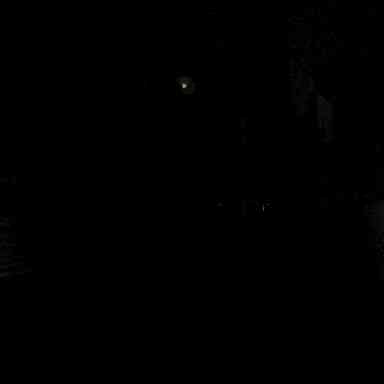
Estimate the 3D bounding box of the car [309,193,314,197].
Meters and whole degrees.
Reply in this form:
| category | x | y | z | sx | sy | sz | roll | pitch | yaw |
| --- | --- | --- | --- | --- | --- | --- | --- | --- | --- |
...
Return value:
| category | x | y | z | sx | sy | sz | roll | pitch | yaw |
| --- | --- | --- | --- | --- | --- | --- | --- | --- | --- |
| car | 22.444 | 1.158 | 64.546 | 2.192 | 1.841 | 5.009 | 0 | 0 | 35 |

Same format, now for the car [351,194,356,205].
| category | x | y | z | sx | sy | sz | roll | pitch | yaw |
| --- | --- | --- | --- | --- | --- | --- | --- | --- | --- |
| car | 23.052 | 1.368 | 50.414 | 1.947 | 1.339 | 4.313 | 0 | 0 | 35 |

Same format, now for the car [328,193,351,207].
| category | x | y | z | sx | sy | sz | roll | pitch | yaw |
| --- | --- | --- | --- | --- | --- | --- | --- | --- | --- |
| car | 19.849 | 1.127 | 45.774 | 2.192 | 1.841 | 5.009 | 0 | 0 | 35 |

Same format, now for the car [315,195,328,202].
| category | x | y | z | sx | sy | sz | roll | pitch | yaw |
| --- | --- | --- | --- | --- | --- | --- | --- | --- | --- |
| car | 28.850 | 1.408 | 73.829 | 1.802 | 1.307 | 4.206 | 0 | 0 | 35 |

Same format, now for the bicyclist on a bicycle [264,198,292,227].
| category | x | y | z | sx | sy | sz | roll | pitch | yaw |
| --- | --- | --- | --- | --- | --- | --- | --- | --- | --- |
| bicyclist on a bicycle | 4.798 | 1.170 | 18.739 | 1.656 | 1.620 | 0.582 | -1 | 0 | 35 |

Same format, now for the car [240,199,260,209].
| category | x | y | z | sx | sy | sz | roll | pitch | yaw |
| --- | --- | --- | --- | --- | --- | --- | --- | --- | --- |
| car | 6.433 | 1.476 | 41.336 | 1.802 | 1.307 | 4.206 | 0 | 0 | 35 |

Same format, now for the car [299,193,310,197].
| category | x | y | z | sx | sy | sz | roll | pitch | yaw |
| --- | --- | --- | --- | --- | --- | --- | --- | --- | --- |
| car | 19.243 | 1.397 | 59.904 | 1.887 | 1.381 | 4.507 | 0 | 0 | 35 |

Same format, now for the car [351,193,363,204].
| category | x | y | z | sx | sy | sz | roll | pitch | yaw |
| --- | --- | --- | --- | --- | --- | --- | --- | --- | --- |
| car | 26.254 | 1.108 | 55.056 | 2.192 | 1.841 | 5.009 | 0 | 0 | 35 |

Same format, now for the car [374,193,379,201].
| category | x | y | z | sx | sy | sz | roll | pitch | yaw |
| --- | --- | --- | --- | --- | --- | --- | --- | --- | --- |
| car | 42.265 | 1.348 | 78.261 | 1.802 | 1.307 | 4.206 | -1 | 0 | 35 |

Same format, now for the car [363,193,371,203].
| category | x | y | z | sx | sy | sz | roll | pitch | yaw |
| --- | --- | --- | --- | --- | --- | --- | --- | --- | --- |
| car | 32.659 | 1.089 | 64.339 | 2.192 | 1.841 | 5.009 | 0 | 0 | 35 |

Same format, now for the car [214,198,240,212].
| category | x | y | z | sx | sy | sz | roll | pitch | yaw |
| --- | --- | --- | --- | --- | --- | --- | --- | --- | --- |
| car | 3.229 | 1.348 | 36.694 | 1.967 | 1.590 | 4.097 | 0 | 0 | 35 |

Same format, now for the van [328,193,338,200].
| category | x | y | z | sx | sy | sz | roll | pitch | yaw |
| --- | --- | --- | --- | --- | --- | --- | --- | --- | --- |
| van | 35.254 | 1.167 | 83.114 | 1.690 | 1.788 | 3.998 | -1 | 0 | 35 |

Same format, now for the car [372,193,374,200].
| category | x | y | z | sx | sy | sz | roll | pitch | yaw |
| --- | --- | --- | --- | --- | --- | --- | --- | --- | --- |
| car | 35.958 | 1.292 | 69.119 | 1.752 | 1.417 | 4.829 | 0 | 0 | 35 |

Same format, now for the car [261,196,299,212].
| category | x | y | z | sx | sy | sz | roll | pitch | yaw |
| --- | --- | --- | --- | --- | --- | --- | --- | --- | --- |
| car | 9.374 | 1.387 | 35.116 | 1.812 | 1.442 | 4.674 | 0 | 0 | 35 |

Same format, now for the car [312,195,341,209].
| category | x | y | z | sx | sy | sz | roll | pitch | yaw |
| --- | --- | --- | --- | --- | --- | --- | --- | --- | --- |
| car | 16.648 | 1.367 | 41.132 | 1.887 | 1.381 | 4.507 | 0 | 0 | 35 |

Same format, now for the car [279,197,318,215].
| category | x | y | z | sx | sy | sz | roll | pitch | yaw |
| --- | --- | --- | --- | --- | --- | --- | --- | --- | --- |
| car | 10.244 | 1.414 | 31.848 | 1.947 | 1.339 | 4.313 | 0 | 0 | 35 |

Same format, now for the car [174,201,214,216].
| category | x | y | z | sx | sy | sz | roll | pitch | yaw |
| --- | --- | --- | --- | --- | --- | --- | --- | --- | --- |
| car | 0.028 | 1.506 | 32.052 | 1.802 | 1.307 | 4.206 | 0 | 0 | 35 |

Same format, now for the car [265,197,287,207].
| category | x | y | z | sx | sy | sz | roll | pitch | yaw |
| --- | --- | --- | --- | --- | --- | --- | --- | --- | --- |
| car | 12.838 | 1.437 | 50.620 | 1.947 | 1.339 | 4.313 | 0 | 0 | 35 |

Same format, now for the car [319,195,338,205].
| category | x | y | z | sx | sy | sz | roll | pitch | yaw |
| --- | --- | --- | --- | --- | --- | --- | --- | --- | --- |
| car | 22.046 | 1.316 | 53.486 | 1.837 | 1.490 | 4.892 | 0 | -2 | 35 |

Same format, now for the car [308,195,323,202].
| category | x | y | z | sx | sy | sz | roll | pitch | yaw |
| --- | --- | --- | --- | --- | --- | --- | --- | --- | --- |
| car | 25.649 | 1.399 | 69.188 | 1.947 | 1.339 | 4.313 | 0 | 0 | 35 |
